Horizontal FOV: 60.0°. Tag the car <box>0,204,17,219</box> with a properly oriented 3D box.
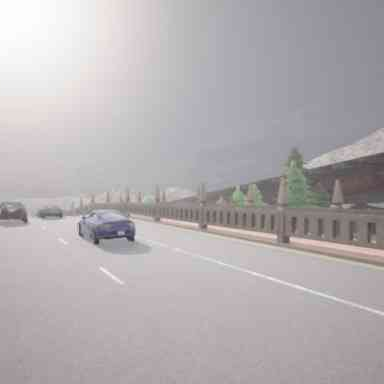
[{"bbox_3d":[-20.771,2.246,37.207,1.882,1.535,5.008,0,-5,-31],"label":"car"}]

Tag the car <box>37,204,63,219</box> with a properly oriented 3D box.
[{"bbox_3d":[-13.977,1.882,32.598,1.994,1.385,4.181,0,-3,-31],"label":"car"}]

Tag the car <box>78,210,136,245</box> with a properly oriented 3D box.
[{"bbox_3d":[-4.171,1.573,16.018,1.812,1.442,4.674,0,0,-31],"label":"car"}]

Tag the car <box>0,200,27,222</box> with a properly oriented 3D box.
[{"bbox_3d":[-14.456,1.493,26.534,2.097,1.767,4.553,0,-1,-31],"label":"car"}]
